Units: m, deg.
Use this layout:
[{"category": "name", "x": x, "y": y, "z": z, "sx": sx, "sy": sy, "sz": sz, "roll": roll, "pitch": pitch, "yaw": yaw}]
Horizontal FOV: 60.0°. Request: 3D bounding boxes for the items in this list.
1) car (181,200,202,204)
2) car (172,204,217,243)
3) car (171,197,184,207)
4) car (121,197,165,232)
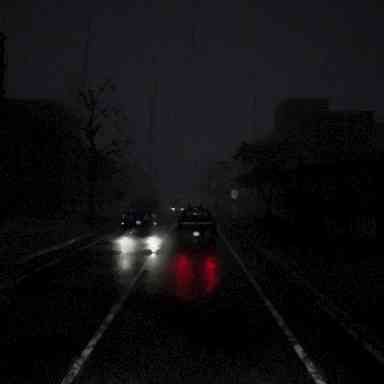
[{"category": "car", "x": 0.283, "y": 1.790, "z": 32.217, "sx": 2.128, "sy": 1.511, "sz": 4.902, "roll": 0, "pitch": -1, "yaw": 0}, {"category": "car", "x": 0.191, "y": 1.571, "z": 16.390, "sx": 2.128, "sy": 1.511, "sz": 4.902, "roll": 0, "pitch": -1, "yaw": 0}, {"category": "car", "x": -2.655, "y": 1.924, "z": 63.076, "sx": 2.150, "sy": 2.045, "sz": 5.566, "roll": 0, "pitch": 0, "yaw": 1}, {"category": "car", "x": -2.980, "y": 1.369, "z": 21.308, "sx": 2.150, "sy": 2.045, "sz": 5.566, "roll": 0, "pitch": -1, "yaw": 0}]
